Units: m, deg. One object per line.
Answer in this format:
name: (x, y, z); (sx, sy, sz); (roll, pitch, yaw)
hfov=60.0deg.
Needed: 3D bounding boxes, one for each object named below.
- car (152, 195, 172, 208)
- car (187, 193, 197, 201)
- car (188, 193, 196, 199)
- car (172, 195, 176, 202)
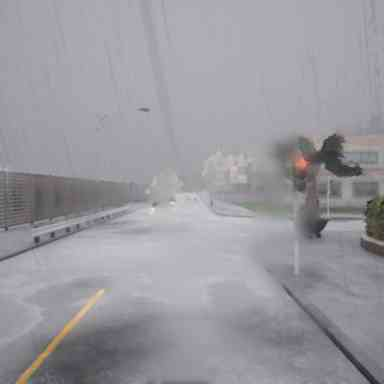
car: (-4.086, 1.178, 43.469); (1.882, 1.535, 5.008); (0, 0, 0)
car: (0.001, 1.041, 69.472); (1.812, 1.442, 4.674); (0, 0, 0)
car: (0.001, 0.886, 79.475); (1.994, 1.385, 4.181); (0, 0, 0)
car: (-4.041, 1.147, 60.549); (1.994, 1.385, 4.181); (0, 0, 1)
